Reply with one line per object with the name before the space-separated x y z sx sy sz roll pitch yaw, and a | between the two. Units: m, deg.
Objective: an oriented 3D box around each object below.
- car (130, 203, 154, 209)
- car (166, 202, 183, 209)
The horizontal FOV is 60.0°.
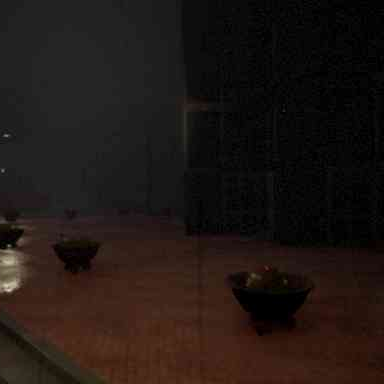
car | -9.886 2.746 65.626 1.895 1.301 4.718 -1 -2 44
car | -3.650 2.735 67.158 1.812 1.442 4.674 -1 -2 43
